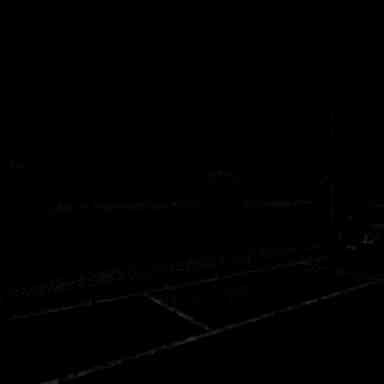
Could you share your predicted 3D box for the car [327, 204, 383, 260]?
[{"bbox_3d":[6.767,1.345,11.371,5.009,1.841,2.192,0,0,-36],"label":"car"}]
